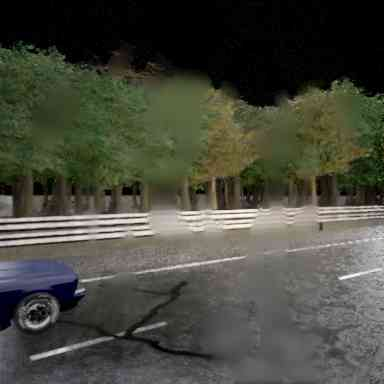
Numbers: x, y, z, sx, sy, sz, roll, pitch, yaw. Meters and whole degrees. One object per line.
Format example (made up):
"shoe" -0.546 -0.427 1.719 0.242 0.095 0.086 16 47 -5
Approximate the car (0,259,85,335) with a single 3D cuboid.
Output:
"car" -4.176 1.594 5.044 4.718 1.301 1.895 0 0 -36
